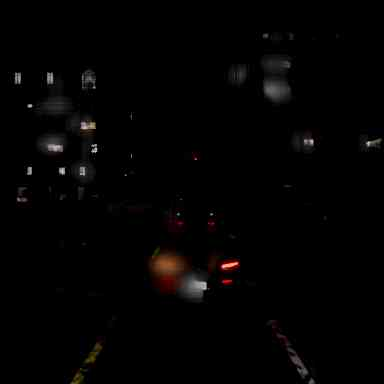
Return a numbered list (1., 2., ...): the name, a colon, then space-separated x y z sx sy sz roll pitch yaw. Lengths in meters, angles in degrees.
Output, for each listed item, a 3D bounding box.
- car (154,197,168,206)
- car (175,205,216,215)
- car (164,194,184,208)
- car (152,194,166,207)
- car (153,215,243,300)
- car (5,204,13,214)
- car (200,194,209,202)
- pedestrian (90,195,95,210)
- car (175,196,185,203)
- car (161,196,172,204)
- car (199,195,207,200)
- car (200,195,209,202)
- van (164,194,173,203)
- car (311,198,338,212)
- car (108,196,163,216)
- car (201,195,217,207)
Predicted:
1. car: -5.124 1.528 54.907 1.887 1.381 4.507 0 0 0
2. car: 0.152 1.562 17.054 1.994 1.385 4.181 0 0 0
3. car: -2.635 1.492 49.206 1.837 1.490 4.892 0 0 2
4. car: -5.143 1.302 49.355 2.192 1.841 5.009 0 0 0
5. car: 0.130 1.525 8.294 1.812 1.442 4.674 0 0 0
6. car: -22.334 1.843 37.295 4.206 1.307 1.802 -1 1 1
7. car: 2.775 1.562 60.432 1.802 1.307 4.206 0 0 0
8. pedestrian: -12.013 1.280 40.130 0.375 1.860 0.375 0 1 1
9. car: -2.508 1.497 70.488 1.812 1.442 4.674 0 0 0
10. car: -5.086 1.520 66.011 1.887 1.381 4.507 0 0 0
11. car: 2.871 1.508 88.193 2.008 1.369 4.403 0 0 0
12. car: 2.833 1.407 77.088 1.967 1.590 4.097 0 0 0
13. van: -5.066 1.312 71.563 1.690 1.788 3.998 0 0 0
14. car: 15.222 1.339 34.417 5.357 1.411 2.033 -1 0 1
15. car: -5.912 1.530 33.497 5.008 1.535 1.882 -1 1 -23
16. car: 2.736 1.553 49.328 1.947 1.339 4.313 0 0 0
